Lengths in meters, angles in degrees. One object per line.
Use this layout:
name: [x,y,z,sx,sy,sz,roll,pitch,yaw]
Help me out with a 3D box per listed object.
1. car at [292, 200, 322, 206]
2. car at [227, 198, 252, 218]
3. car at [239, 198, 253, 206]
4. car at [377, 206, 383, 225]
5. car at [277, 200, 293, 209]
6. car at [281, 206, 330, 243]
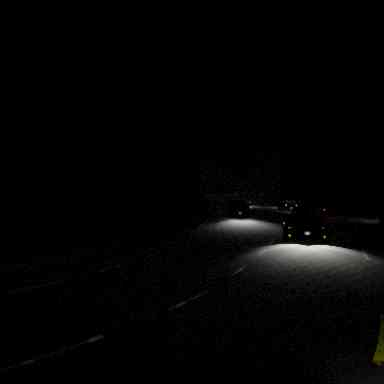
car: [11.551,1.648,32.473,1.895,1.301,4.718,0,0,4]
car: [4.232,1.530,30.374,2.128,1.511,4.902,0,0,4]
car: [9.658,1.742,59.643,1.895,1.301,4.718,0,0,4]
car: [14.053,1.249,21.430,2.150,2.045,5.566,0,-1,8]
car: [12.210,1.660,42.631,1.895,1.301,4.718,0,0,4]
car: [5.473,1.587,16.183,1.994,1.385,4.181,0,0,16]
